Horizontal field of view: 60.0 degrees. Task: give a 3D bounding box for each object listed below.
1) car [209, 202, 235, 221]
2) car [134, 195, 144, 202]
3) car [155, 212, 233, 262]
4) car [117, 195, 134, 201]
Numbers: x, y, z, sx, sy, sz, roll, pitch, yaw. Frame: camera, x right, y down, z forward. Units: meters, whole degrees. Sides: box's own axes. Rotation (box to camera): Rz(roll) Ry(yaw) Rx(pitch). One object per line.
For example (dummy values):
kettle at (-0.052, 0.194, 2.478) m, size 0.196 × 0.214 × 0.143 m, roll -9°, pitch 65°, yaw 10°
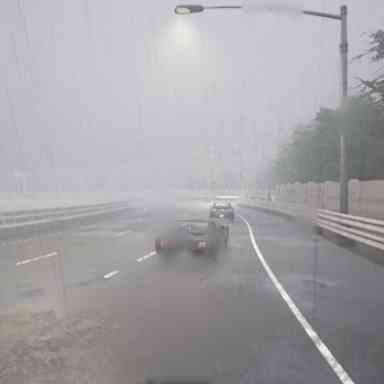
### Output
car at (2.424, 1.561, 27.112) m, size 2.128 × 1.511 × 4.902 m, roll 0°, pitch 0°, yaw 5°
car at (-14.234, 1.737, 87.744) m, size 2.128 × 1.511 × 4.902 m, roll 0°, pitch 0°, yaw -32°
car at (0.243, 1.632, 12.276) m, size 1.895 × 1.301 × 4.718 m, roll 0°, pitch 0°, yaw 12°
car at (-17.336, 1.761, 86.125) m, size 1.994 × 1.385 × 4.181 m, roll 0°, pitch 0°, yaw -32°
